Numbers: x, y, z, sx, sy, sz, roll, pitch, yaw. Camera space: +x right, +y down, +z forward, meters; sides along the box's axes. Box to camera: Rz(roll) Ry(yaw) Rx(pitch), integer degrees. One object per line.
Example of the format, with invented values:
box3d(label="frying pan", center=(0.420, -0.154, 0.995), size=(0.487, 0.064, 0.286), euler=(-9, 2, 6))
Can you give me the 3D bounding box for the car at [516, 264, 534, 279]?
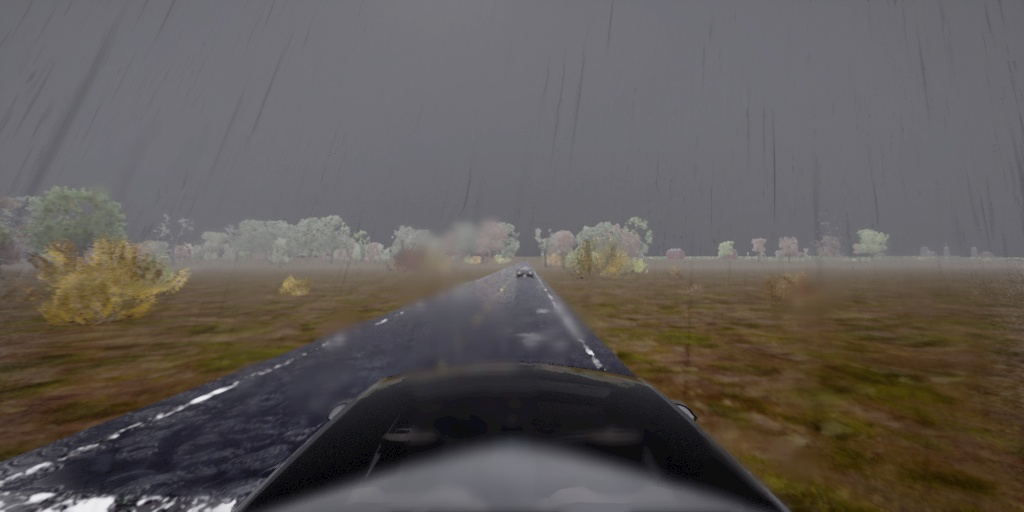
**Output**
box3d(label="car", center=(1.450, 1.860, 40.062), size=(1.895, 1.301, 4.718), euler=(0, -1, 3))
